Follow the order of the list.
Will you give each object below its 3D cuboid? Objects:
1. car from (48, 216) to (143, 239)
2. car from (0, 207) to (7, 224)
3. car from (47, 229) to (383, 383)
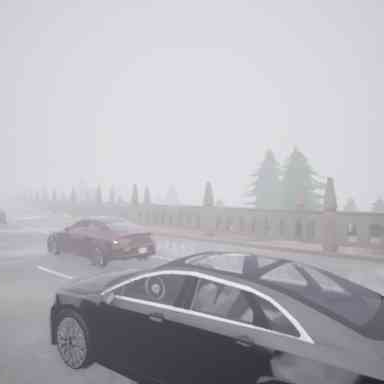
[{"bbox_3d":[-3.173,1.550,11.375,4.674,1.442,1.812,0,0,42],"label":"car"},{"bbox_3d":[-14.866,1.585,24.332,1.994,1.385,4.181,0,0,-37],"label":"car"},{"bbox_3d":[0.194,1.506,4.044,4.902,1.511,2.128,0,0,37],"label":"car"}]
